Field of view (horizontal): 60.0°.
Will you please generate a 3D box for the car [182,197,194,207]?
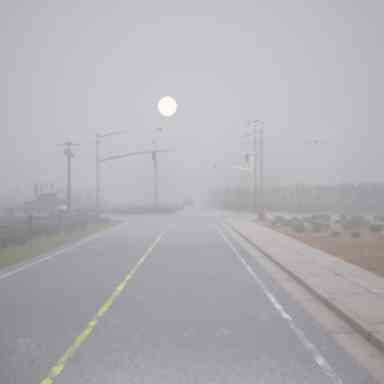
[{"bbox_3d":[-0.794,1.966,65.445,2.150,2.045,5.566,0,0,-2],"label":"car"}]
